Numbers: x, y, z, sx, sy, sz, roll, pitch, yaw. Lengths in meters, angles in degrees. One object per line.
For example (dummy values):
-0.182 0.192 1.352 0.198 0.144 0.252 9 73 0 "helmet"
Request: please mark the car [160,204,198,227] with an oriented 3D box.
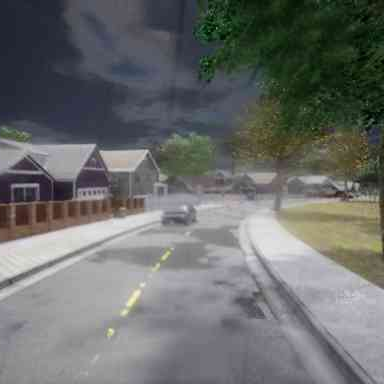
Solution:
-0.769 1.593 23.761 2.033 1.411 5.357 0 0 10 "car"
